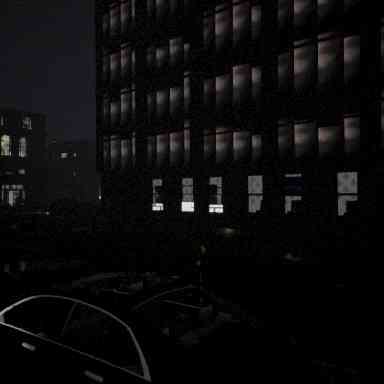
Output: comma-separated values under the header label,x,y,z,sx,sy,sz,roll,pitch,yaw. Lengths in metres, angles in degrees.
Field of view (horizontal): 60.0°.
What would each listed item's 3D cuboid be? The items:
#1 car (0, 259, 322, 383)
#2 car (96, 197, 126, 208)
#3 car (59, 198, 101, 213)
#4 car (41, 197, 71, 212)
label,x,y,z,sx,sy,sz,roll,pitch,yaw
car,-0.961,1.551,3.562,4.403,1.369,2.008,0,0,35
car,-12.395,1.643,51.182,1.967,1.590,4.097,-1,-1,36
car,-12.177,1.683,37.276,1.802,1.307,4.206,-1,-1,36
car,-16.374,1.489,41.397,2.097,1.767,4.553,0,-1,37
